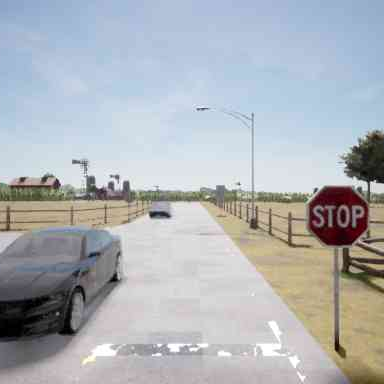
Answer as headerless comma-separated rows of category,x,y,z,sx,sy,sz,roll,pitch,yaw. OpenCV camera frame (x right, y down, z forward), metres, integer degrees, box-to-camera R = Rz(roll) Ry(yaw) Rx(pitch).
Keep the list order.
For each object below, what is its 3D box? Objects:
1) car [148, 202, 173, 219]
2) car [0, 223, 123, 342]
car,-2.756,1.616,30.314,2.033,1.411,5.357,0,0,0
car,-2.750,1.485,6.908,1.882,1.535,5.008,0,0,0
